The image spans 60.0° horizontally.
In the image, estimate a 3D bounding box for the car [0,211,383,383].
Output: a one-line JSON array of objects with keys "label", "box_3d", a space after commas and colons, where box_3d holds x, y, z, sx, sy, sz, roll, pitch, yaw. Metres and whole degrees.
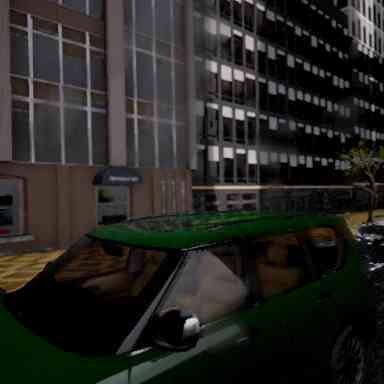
[{"label": "car", "box_3d": [-0.177, 1.279, 3.301, 5.566, 2.045, 2.150, 0, -1, -41]}]

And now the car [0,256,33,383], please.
[{"label": "car", "box_3d": [-4.206, 1.673, 3.232, 4.403, 1.369, 2.008, 0, -2, -41]}]

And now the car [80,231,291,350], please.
[{"label": "car", "box_3d": [0.084, 1.688, 6.960, 4.206, 1.307, 1.802, 0, -2, -41]}]
